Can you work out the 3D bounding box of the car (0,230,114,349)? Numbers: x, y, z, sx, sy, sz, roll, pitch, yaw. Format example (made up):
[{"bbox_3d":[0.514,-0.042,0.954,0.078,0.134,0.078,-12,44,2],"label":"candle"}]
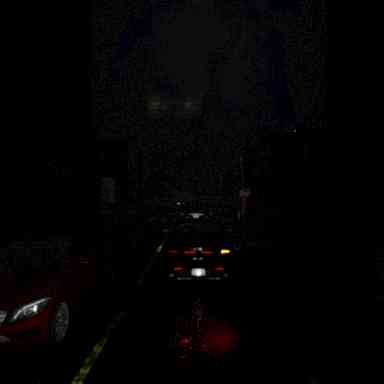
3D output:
[{"bbox_3d":[-2.803,1.525,6.466,1.812,1.442,4.674,0,0,0],"label":"car"}]

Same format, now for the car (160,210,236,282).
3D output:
[{"bbox_3d":[0.163,1.503,9.728,1.837,1.490,4.892,0,0,0],"label":"car"}]

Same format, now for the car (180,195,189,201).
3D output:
[{"bbox_3d":[-1.865,1.389,82.406,2.033,1.411,5.357,0,0,0],"label":"car"}]

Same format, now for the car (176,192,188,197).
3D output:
[{"bbox_3d":[-1.981,1.389,67.123,2.128,1.511,4.902,0,0,1],"label":"car"}]

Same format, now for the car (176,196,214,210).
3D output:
[{"bbox_3d":[0.269,1.337,20.087,2.097,1.767,4.553,0,0,1],"label":"car"}]
